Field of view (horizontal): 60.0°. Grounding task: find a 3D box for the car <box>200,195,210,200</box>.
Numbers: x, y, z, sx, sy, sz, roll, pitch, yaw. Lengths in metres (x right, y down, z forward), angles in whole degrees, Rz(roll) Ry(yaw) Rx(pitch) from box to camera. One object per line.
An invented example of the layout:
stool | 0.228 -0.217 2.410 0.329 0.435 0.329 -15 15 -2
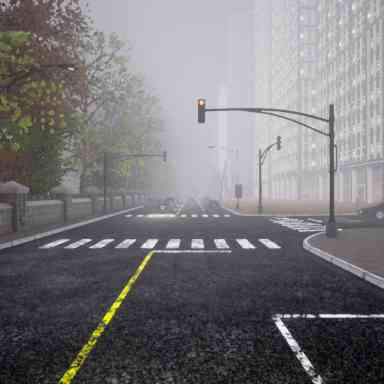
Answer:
car | 2.645 1.597 52.789 1.947 1.339 4.313 0 0 0

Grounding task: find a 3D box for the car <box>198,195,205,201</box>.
car | 2.611 1.642 92.214 2.008 1.369 4.403 0 0 0

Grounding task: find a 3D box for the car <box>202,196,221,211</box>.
car | 2.655 1.587 41.523 1.947 1.339 4.313 0 0 0

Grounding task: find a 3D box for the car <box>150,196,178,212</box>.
car | -3.135 1.509 38.214 2.128 1.511 4.902 0 0 0

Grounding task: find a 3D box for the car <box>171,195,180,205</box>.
car | -3.139 1.531 48.033 1.837 1.490 4.892 0 0 0

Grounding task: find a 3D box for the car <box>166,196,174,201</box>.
car | -5.765 1.626 86.575 1.887 1.381 4.507 0 0 0

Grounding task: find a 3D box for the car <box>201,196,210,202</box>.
car | 3.082 1.590 76.836 1.812 1.442 4.674 0 0 0

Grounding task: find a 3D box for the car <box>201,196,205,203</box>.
car | 2.650 1.592 47.156 1.947 1.339 4.313 0 0 0

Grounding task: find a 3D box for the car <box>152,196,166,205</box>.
car | -5.740 1.478 58.414 1.967 1.590 4.097 0 0 0

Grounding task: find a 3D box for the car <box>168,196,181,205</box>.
car | -3.122 1.533 60.828 2.128 1.511 4.902 0 0 0

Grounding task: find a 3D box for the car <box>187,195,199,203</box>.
car | -0.061 1.578 69.224 1.812 1.442 4.674 0 0 0

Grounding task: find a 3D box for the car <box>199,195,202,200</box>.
car | 3.052 1.406 69.806 2.097 1.767 4.553 0 0 0

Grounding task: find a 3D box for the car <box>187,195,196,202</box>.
car | -0.069 1.482 78.807 2.033 1.411 5.357 0 0 0

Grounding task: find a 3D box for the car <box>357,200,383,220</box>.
car | 14.933 1.239 24.747 4.892 1.490 1.837 -1 0 0

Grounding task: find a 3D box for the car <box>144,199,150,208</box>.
car | -5.730 1.608 47.149 1.802 1.307 4.206 0 0 0
